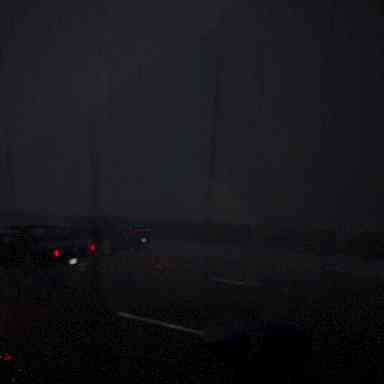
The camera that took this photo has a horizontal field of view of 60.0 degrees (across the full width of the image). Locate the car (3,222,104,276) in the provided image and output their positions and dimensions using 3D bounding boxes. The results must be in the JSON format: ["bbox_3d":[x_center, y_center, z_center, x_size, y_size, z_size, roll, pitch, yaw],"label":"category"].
[{"bbox_3d":[-5.395,1.711,10.776,4.718,1.301,1.895,0,-1,29],"label":"car"}]

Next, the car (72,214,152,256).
[{"bbox_3d":[-4.026,1.674,14.020,5.008,1.535,1.882,1,-1,29],"label":"car"}]

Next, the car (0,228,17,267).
[{"bbox_3d":[-6.281,1.533,7.270,4.892,1.490,1.837,1,-1,29],"label":"car"}]
